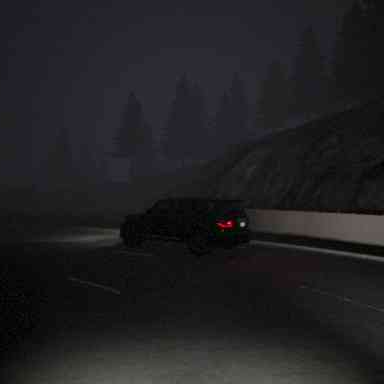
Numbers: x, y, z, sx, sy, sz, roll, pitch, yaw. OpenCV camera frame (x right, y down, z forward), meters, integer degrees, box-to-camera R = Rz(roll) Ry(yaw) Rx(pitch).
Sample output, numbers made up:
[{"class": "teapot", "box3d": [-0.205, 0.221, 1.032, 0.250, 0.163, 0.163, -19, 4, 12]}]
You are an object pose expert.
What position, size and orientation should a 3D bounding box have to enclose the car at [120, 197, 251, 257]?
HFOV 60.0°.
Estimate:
[{"class": "car", "box3d": [-0.404, 1.221, 13.155, 5.566, 2.045, 2.150, 0, -1, 36]}]
